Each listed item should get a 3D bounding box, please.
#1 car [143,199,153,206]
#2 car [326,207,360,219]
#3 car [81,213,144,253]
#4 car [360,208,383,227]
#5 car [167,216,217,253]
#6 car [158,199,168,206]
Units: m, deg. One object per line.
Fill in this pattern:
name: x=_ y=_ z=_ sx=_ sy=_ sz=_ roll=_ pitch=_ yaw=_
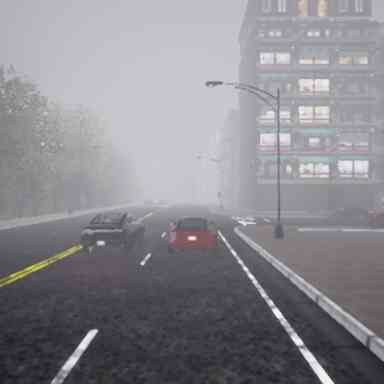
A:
car: x=-9.713 y=2.311 z=73.709 sx=1.895 sy=1.301 sz=4.718 roll=0 pitch=-1 yaw=0
car: x=16.317 y=2.196 z=34.939 sx=4.206 sy=1.307 sz=1.802 roll=1 pitch=-1 yaw=0
car: x=-3.238 y=1.628 z=14.291 sx=2.128 sy=1.511 sz=4.902 roll=0 pitch=0 yaw=0
car: x=16.362 y=2.080 z=26.593 sx=4.507 sy=1.381 sz=1.887 roll=1 pitch=-1 yaw=0
car: x=0.014 y=1.700 z=14.286 sx=1.994 sy=1.385 sz=4.181 roll=0 pitch=-1 yaw=0
car: x=-6.463 y=2.311 z=73.707 sx=1.895 sy=1.301 sz=4.718 roll=0 pitch=-1 yaw=0
